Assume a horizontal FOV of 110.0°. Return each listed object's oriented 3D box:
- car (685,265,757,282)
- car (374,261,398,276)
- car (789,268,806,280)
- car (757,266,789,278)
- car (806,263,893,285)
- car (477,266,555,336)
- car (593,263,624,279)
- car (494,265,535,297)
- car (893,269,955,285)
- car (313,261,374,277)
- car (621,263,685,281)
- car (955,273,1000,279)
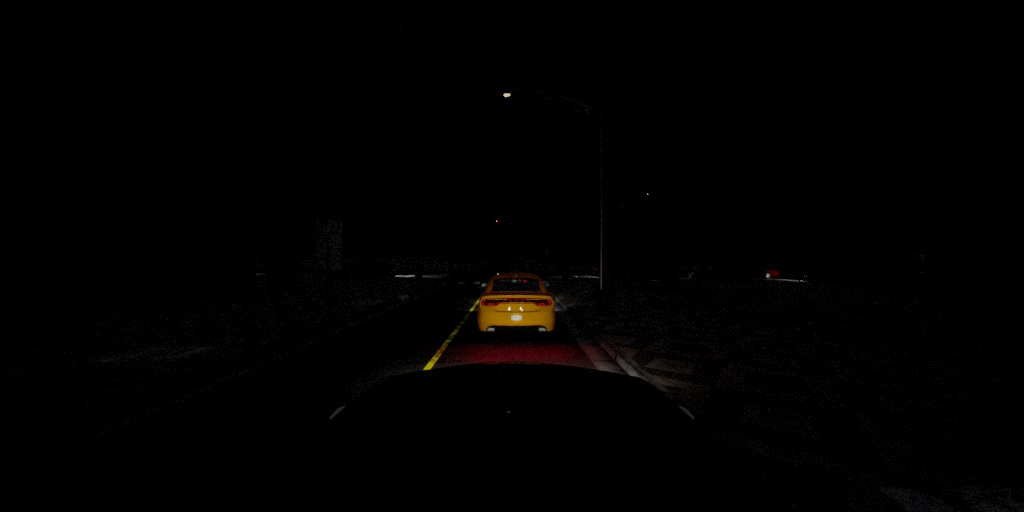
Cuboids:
[{"bbox_3d":[17.958,1.569,31.027,4.829,1.417,1.751,0,0,0],"label":"car"},{"bbox_3d":[-12.920,1.152,33.598,4.181,1.385,1.994,1,0,4],"label":"car"},{"bbox_3d":[31.888,1.771,36.864,4.892,1.490,1.837,1,0,0],"label":"car"},{"bbox_3d":[29.090,1.763,39.544,4.507,1.381,1.888,0,0,0],"label":"car"},{"bbox_3d":[29.075,1.538,31.018,5.009,1.841,2.192,0,0,0],"label":"car"},{"bbox_3d":[0.104,1.227,10.479,1.882,1.535,5.008,0,0,0],"label":"car"},{"bbox_3d":[10.101,1.429,33.693,4.892,1.490,1.837,1,0,0],"label":"car"},{"bbox_3d":[0.113,1.296,20.306,2.033,1.411,5.357,0,0,0],"label":"car"},{"bbox_3d":[34.719,1.862,31.014,4.507,1.381,1.888,0,0,0],"label":"car"},{"bbox_3d":[-14.762,1.114,30.957,4.403,1.370,2.007,0,0,0],"label":"car"},{"bbox_3d":[12.146,1.522,31.032,4.313,1.339,1.948,0,0,0],"label":"car"},{"bbox_3d":[40.369,1.993,31.009,4.207,1.307,1.802,0,0,0],"label":"car"}]
